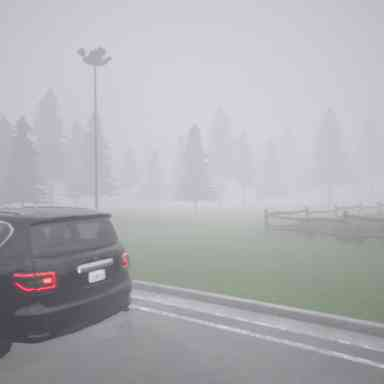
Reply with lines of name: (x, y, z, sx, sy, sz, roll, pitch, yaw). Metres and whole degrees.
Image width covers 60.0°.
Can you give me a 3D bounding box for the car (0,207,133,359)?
car: (-3.640, 1.294, 6.076, 5.566, 2.045, 2.150, 0, 0, 31)
